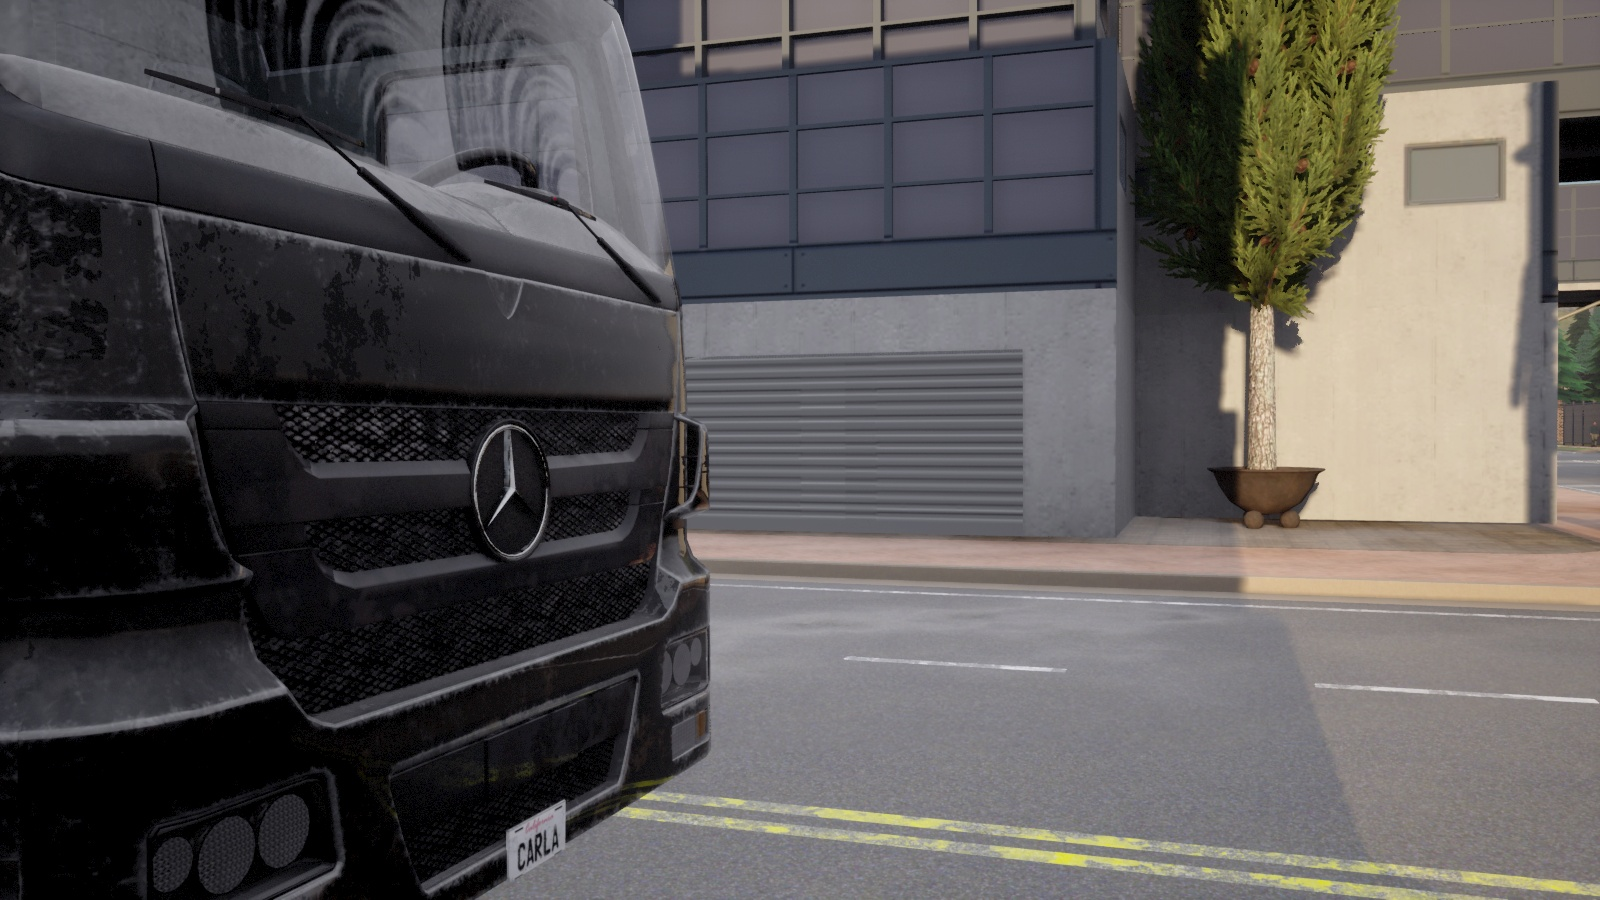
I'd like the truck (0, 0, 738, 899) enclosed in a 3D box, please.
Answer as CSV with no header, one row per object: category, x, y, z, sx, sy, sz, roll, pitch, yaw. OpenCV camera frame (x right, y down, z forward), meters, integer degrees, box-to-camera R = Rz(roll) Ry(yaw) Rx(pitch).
truck,-4.464,-0.248,4.736,7.936,3.462,2.891,1,1,20
